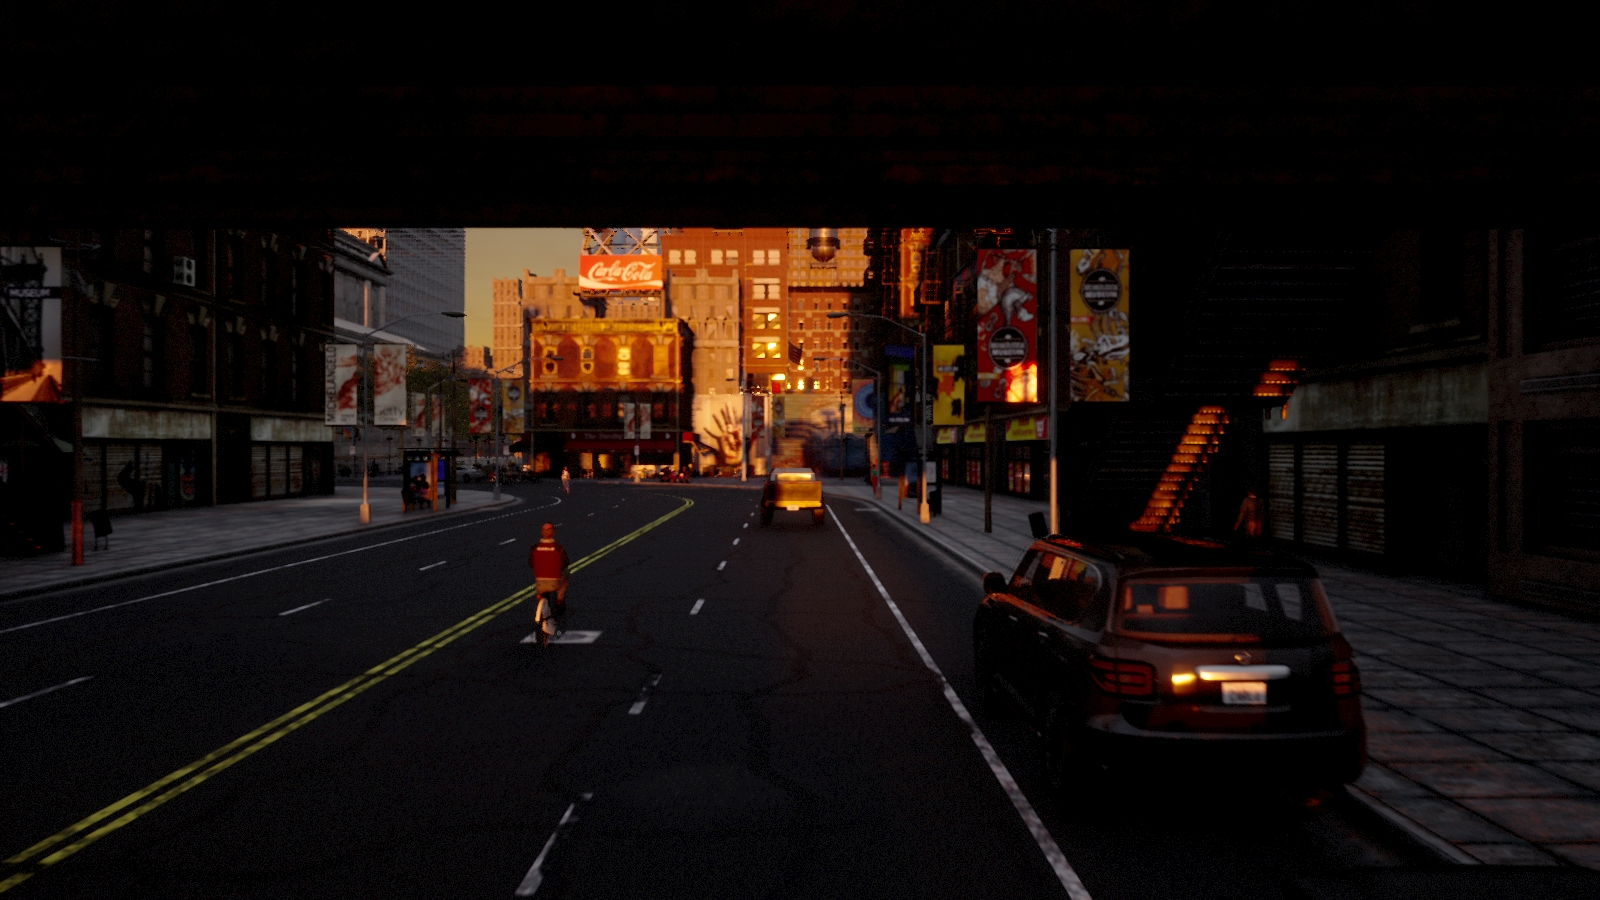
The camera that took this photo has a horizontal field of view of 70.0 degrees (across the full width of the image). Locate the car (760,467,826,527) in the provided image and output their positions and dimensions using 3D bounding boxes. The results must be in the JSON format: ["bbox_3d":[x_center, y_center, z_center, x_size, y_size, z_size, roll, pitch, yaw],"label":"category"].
[{"bbox_3d":[-0.286,1.754,44.898,2.390,2.098,6.274,0,0,0],"label":"car"}]

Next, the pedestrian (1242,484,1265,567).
[{"bbox_3d":[10.238,1.697,25.803,0.375,1.860,0.375,0,0,0],"label":"pedestrian"}]

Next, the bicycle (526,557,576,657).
[{"bbox_3d":[-3.551,2.210,16.395,0.329,1.171,1.835,0,0,0],"label":"bicycle"}]

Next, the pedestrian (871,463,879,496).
[{"bbox_3d":[4.335,1.697,66.133,0.375,1.860,0.375,0,0,-12],"label":"pedestrian"}]
